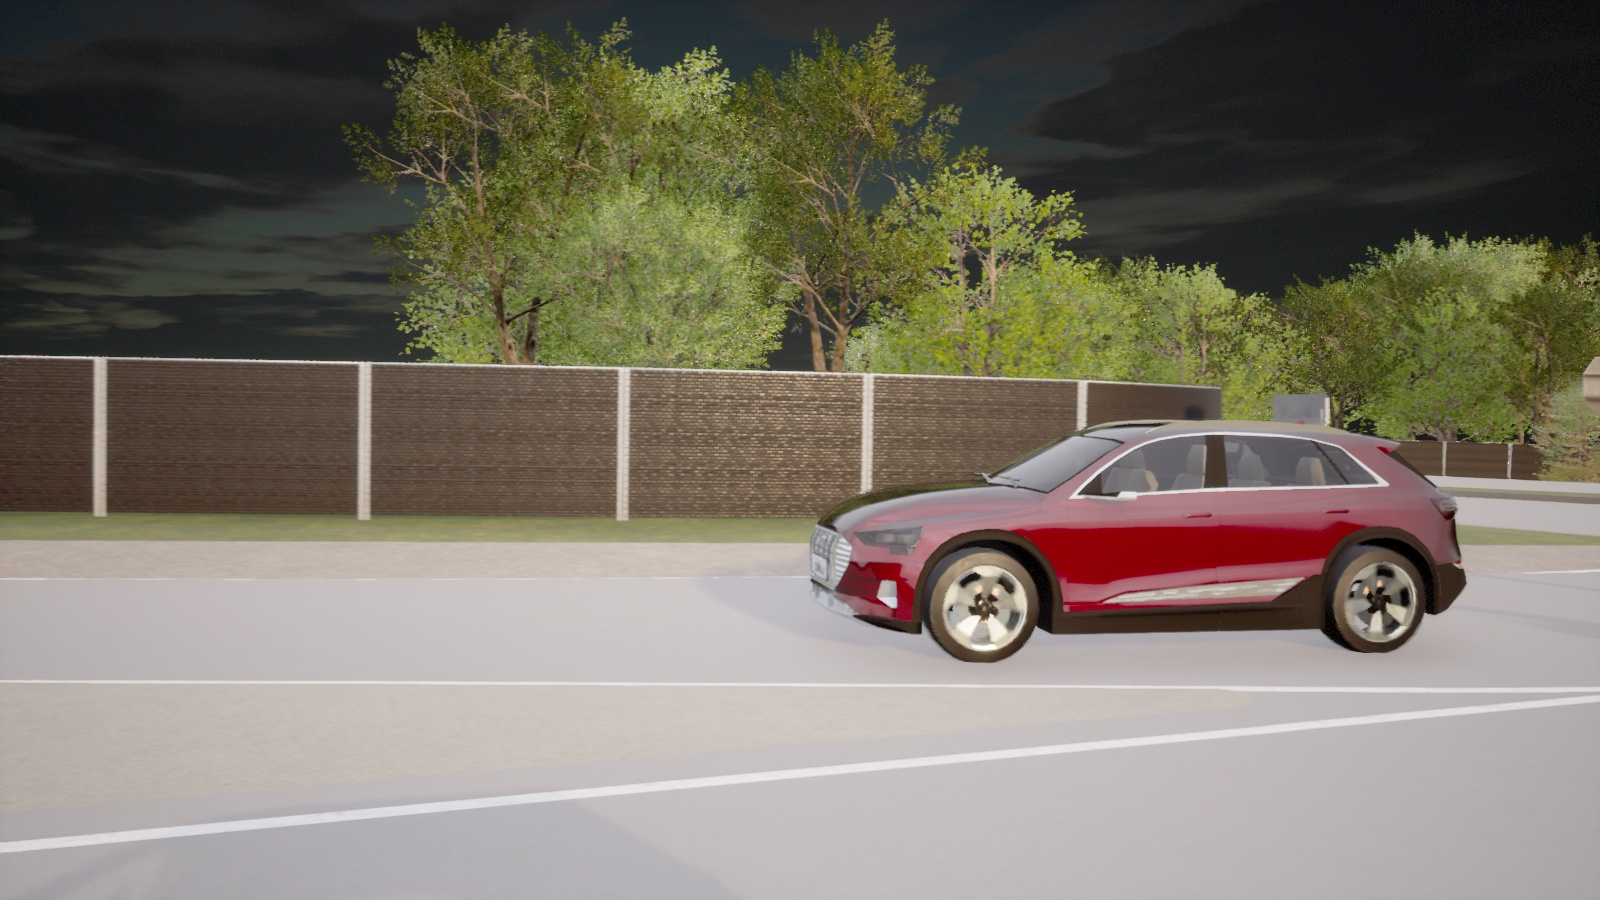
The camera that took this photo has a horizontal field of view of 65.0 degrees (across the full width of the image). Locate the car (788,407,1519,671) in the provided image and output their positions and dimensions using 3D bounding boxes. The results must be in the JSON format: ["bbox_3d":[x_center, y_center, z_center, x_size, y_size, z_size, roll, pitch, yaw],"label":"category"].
[{"bbox_3d":[2.496,0.519,9.379,4.856,1.649,2.033,-1,1,-12],"label":"car"}]
